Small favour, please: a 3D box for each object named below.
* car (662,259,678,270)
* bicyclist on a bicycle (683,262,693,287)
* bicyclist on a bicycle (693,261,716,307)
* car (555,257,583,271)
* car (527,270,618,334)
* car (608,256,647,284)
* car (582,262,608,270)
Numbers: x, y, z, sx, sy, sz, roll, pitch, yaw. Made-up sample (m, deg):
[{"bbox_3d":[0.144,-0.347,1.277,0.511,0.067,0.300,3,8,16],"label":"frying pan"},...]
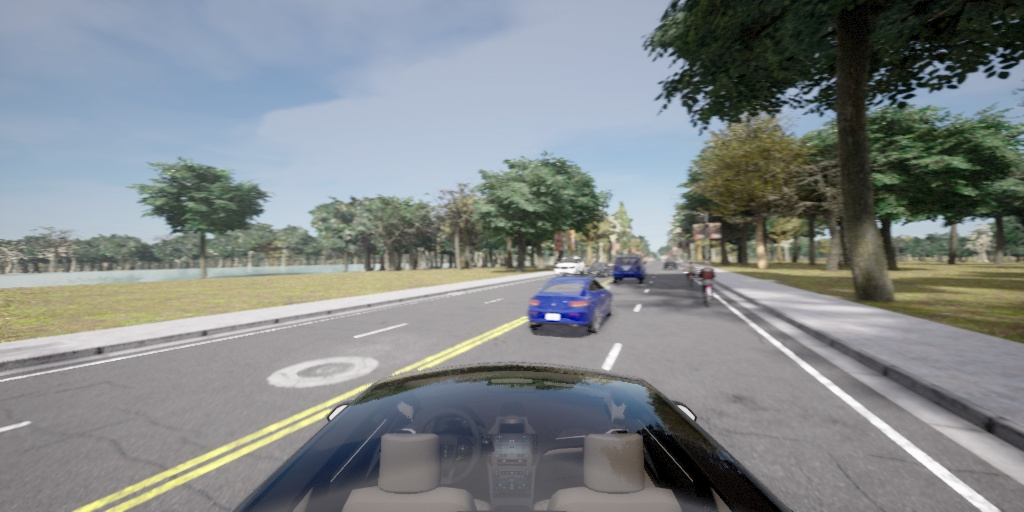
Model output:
[{"bbox_3d":[23.717,1.261,53.776,1.837,1.490,4.892,-1,0,23],"label":"car"},{"bbox_3d":[11.384,1.153,22.848,0.866,1.612,1.509,-1,0,23],"label":"bicyclist on a bicycle"},{"bbox_3d":[7.690,1.084,14.137,0.659,1.776,1.843,-1,0,23],"label":"bicyclist on a bicycle"},{"bbox_3d":[6.241,1.148,38.143,2.150,2.045,5.566,-1,0,23],"label":"car"},{"bbox_3d":[1.893,1.315,10.838,1.812,1.442,4.674,-1,0,23],"label":"car"},{"bbox_3d":[9.243,1.016,28.108,2.150,2.045,5.566,-1,0,23],"label":"car"},{"bbox_3d":[8.585,1.368,35.341,1.837,1.490,4.892,-1,0,23],"label":"car"}]
